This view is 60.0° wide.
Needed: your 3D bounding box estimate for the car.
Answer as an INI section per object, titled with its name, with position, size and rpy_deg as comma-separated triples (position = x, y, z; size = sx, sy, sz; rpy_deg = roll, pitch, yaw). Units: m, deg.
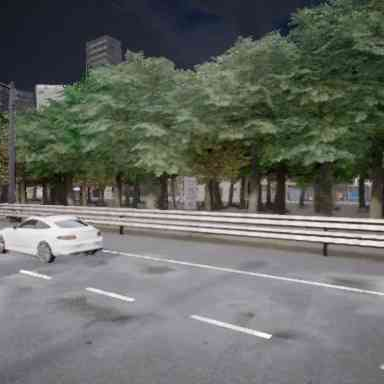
[car]
position = -5.120, 1.534, 11.817
size = 4.674, 1.442, 1.812
rpy_deg = 0, 0, 35
